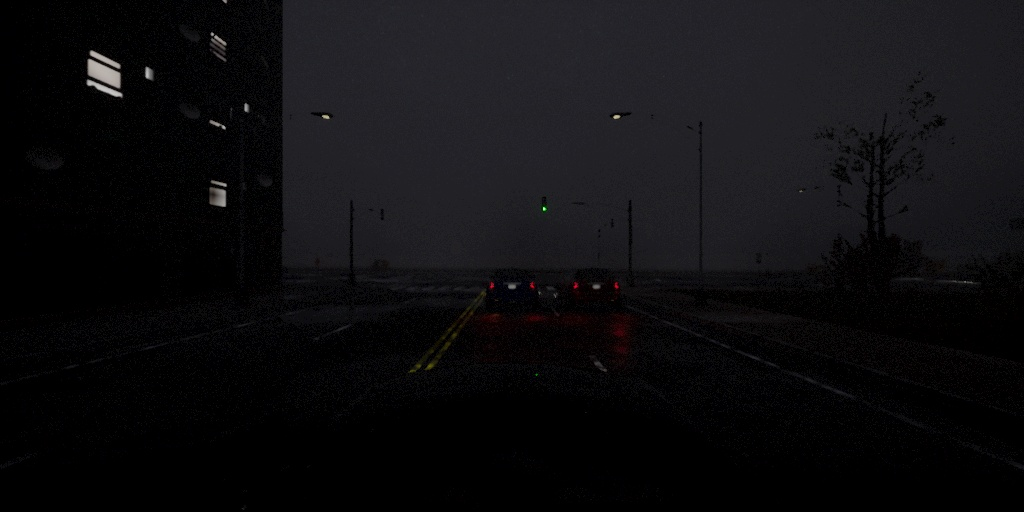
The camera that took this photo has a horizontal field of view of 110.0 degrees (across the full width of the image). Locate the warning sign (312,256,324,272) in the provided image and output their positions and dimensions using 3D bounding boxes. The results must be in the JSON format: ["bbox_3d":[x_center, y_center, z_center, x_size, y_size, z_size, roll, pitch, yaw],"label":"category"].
[{"bbox_3d":[-23.457,0.980,43.155,1.060,1.860,1.300,0,0,1],"label":"warning sign"}]

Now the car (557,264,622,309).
[{"bbox_3d":[3.257,1.232,15.923,2.097,1.767,4.553,0,-1,0],"label":"car"}]

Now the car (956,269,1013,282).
[{"bbox_3d":[50.609,2.076,38.411,4.181,1.385,1.994,1,0,2],"label":"car"}]

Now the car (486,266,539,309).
[{"bbox_3d":[0.007,1.232,15.924,2.097,1.767,4.553,0,-1,0],"label":"car"}]
